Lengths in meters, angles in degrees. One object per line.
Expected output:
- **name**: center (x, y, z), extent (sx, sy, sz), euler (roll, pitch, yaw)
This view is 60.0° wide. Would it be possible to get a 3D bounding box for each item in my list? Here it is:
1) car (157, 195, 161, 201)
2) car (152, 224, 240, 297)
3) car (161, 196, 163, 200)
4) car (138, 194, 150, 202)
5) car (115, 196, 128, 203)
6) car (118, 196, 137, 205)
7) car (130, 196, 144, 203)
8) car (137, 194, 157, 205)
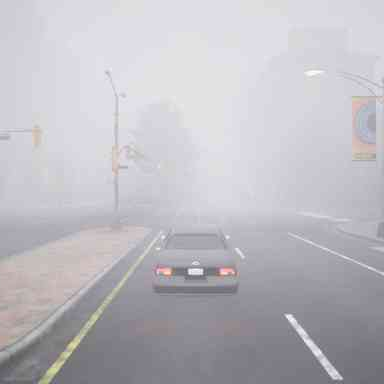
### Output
- **car**: center (-7.928, 1.524, 67.449), extent (1.812, 1.442, 4.674), euler (0, 0, 1)
- **car**: center (0.086, 1.547, 8.771), extent (2.033, 1.411, 5.357), euler (0, 0, 0)
- **car**: center (-7.896, 1.498, 77.779), extent (1.837, 1.490, 4.892), euler (0, 0, 0)
- **car**: center (-11.394, 1.353, 79.549), extent (2.097, 1.767, 4.553), euler (0, 0, 0)
- **car**: center (-14.657, 1.593, 69.419), extent (1.895, 1.301, 4.718), euler (0, 0, 0)
- **car**: center (-11.489, 1.490, 59.616), extent (2.128, 1.511, 4.902), euler (0, 0, 0)
- **car**: center (-11.407, 1.523, 69.538), extent (2.128, 1.511, 4.902), euler (0, 0, 0)
- **car**: center (-7.994, 1.562, 58.932), extent (1.994, 1.385, 4.181), euler (0, 0, 1)
